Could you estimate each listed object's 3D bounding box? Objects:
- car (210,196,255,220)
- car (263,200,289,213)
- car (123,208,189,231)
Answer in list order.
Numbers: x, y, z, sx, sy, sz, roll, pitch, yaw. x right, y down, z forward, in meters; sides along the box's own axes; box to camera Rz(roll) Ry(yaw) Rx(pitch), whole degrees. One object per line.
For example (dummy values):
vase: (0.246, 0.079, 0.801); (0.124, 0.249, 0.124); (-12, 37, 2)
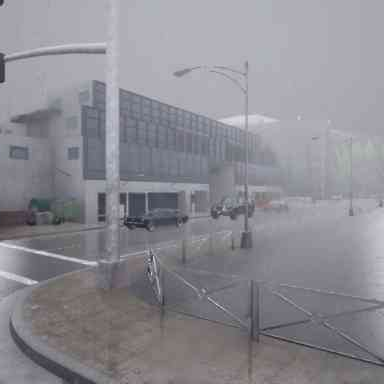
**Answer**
car: (3.888, 1.398, 30.861); (2.150, 2.045, 5.566); (0, 0, 35)
car: (9.994, 1.702, 39.385); (1.812, 1.442, 4.674); (0, 0, 36)
car: (-2.315, 1.777, 22.159); (1.895, 1.301, 4.718); (0, 0, 35)
